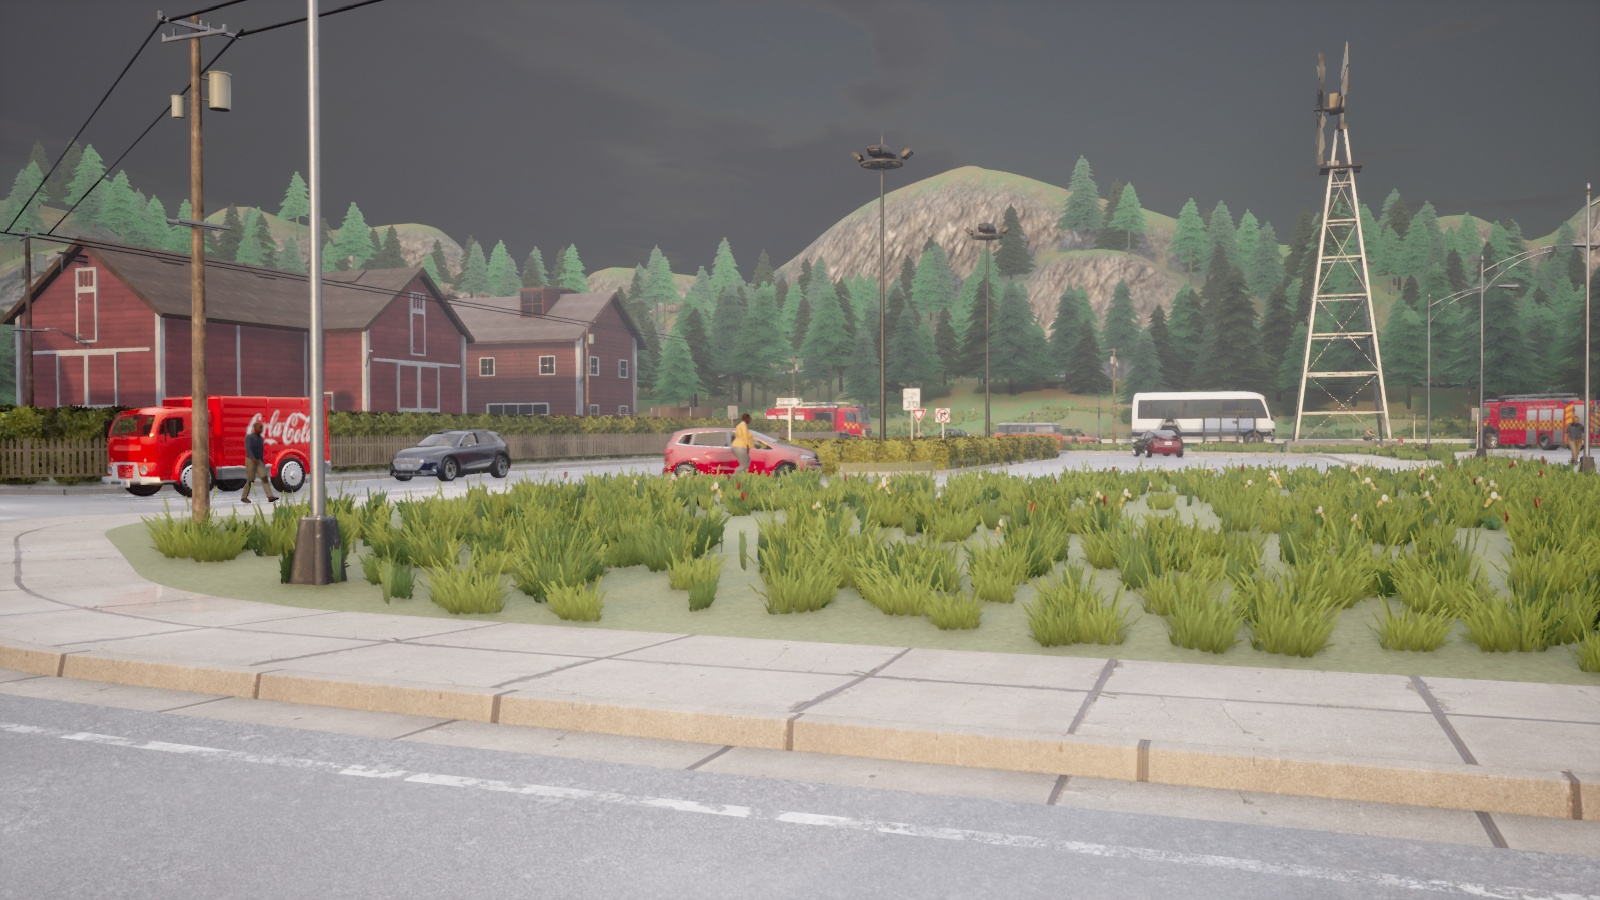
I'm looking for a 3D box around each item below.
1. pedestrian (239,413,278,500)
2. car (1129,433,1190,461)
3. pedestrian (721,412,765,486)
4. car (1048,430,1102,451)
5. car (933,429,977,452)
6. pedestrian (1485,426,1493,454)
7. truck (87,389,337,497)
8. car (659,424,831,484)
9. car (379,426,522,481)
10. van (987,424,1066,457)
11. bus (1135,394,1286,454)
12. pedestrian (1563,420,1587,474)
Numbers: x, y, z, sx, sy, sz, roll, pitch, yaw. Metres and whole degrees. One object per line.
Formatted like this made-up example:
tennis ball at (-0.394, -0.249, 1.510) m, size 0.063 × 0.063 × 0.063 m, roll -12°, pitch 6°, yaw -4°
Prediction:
pedestrian at (-11.615, 0.137, 26.953) m, size 0.726 × 1.835 × 0.370 m, roll 1°, pitch 1°, yaw 23°
car at (19.692, -0.205, 69.047) m, size 2.163 × 1.488 × 4.792 m, roll 0°, pitch 1°, yaw 3°
pedestrian at (-1.443, -0.032, 31.743) m, size 0.900 × 1.855 × 0.874 m, roll 0°, pitch 1°, yaw -19°
car at (20.916, -0.727, 95.545) m, size 3.988 × 1.617 × 1.851 m, roll 0°, pitch 1°, yaw 12°
car at (11.503, -0.720, 92.947) m, size 1.851 × 1.617 × 3.988 m, roll 1°, pitch 1°, yaw 29°
pedestrian at (44.056, -0.638, 80.286) m, size 0.370 × 1.835 × 0.726 m, roll 1°, pitch 1°, yaw 35°
truck at (-14.680, -0.231, 31.731) m, size 2.627 × 2.467 × 5.204 m, roll 1°, pitch 2°, yaw 25°
car at (-1.550, 0.081, 36.446) m, size 4.611 × 1.667 × 2.242 m, roll 0°, pitch 1°, yaw 10°
car at (-11.259, 0.057, 40.840) m, size 2.033 × 1.649 × 4.856 m, roll 1°, pitch 2°, yaw 20°
van at (13.994, -0.609, 77.601) m, size 4.442 × 1.987 × 1.775 m, roll 1°, pitch 1°, yaw 33°
bus at (30.149, -1.915, 92.322) m, size 10.273 × 4.253 × 3.944 m, roll 1°, pitch 1°, yaw 20°
pedestrian at (26.840, -0.113, 43.473) m, size 0.540 × 1.848 × 0.694 m, roll 1°, pitch 1°, yaw 19°
